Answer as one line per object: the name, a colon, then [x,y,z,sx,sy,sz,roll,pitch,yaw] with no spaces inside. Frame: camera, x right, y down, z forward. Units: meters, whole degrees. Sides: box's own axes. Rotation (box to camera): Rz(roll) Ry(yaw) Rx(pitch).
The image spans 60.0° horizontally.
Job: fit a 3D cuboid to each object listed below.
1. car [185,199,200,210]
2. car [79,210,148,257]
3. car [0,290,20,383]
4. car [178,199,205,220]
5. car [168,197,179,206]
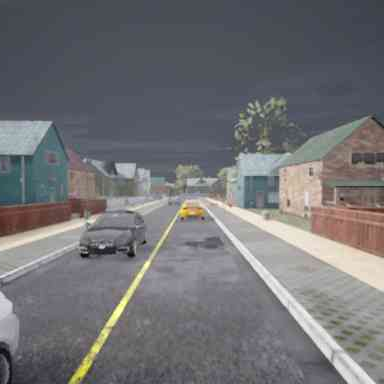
car: [0.042,1.580,43.326,1.895,1.301,4.718,0,0,0]
car: [-2.857,1.499,12.949,1.837,1.490,4.892,0,0,0]
car: [-2.850,1.526,2.023,1.812,1.442,4.674,0,0,0]
car: [0.061,1.463,28.306,1.882,1.535,5.008,0,0,0]
car: [-2.891,1.502,54.881,1.812,1.442,4.674,0,0,0]
